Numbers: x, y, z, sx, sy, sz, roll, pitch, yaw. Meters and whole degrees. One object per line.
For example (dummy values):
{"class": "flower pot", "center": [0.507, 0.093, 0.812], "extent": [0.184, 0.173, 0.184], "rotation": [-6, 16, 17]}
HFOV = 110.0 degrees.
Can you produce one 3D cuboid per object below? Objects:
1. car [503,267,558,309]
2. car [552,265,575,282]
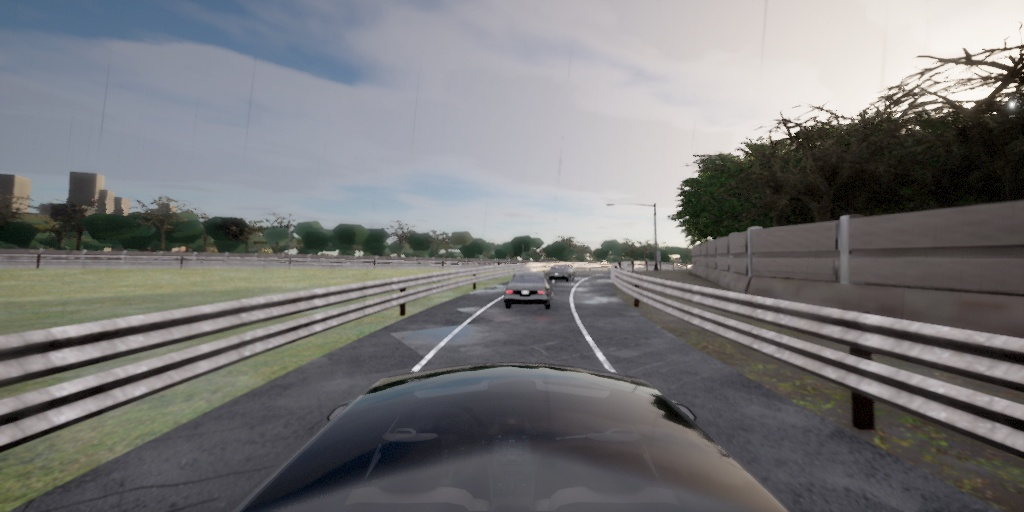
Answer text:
{"class": "car", "center": [0.831, 1.388, 15.557], "extent": [2.033, 1.411, 5.357], "rotation": [0, 0, 8]}
{"class": "car", "center": [4.124, 1.403, 30.227], "extent": [1.994, 1.385, 4.181], "rotation": [-1, 0, 18]}
